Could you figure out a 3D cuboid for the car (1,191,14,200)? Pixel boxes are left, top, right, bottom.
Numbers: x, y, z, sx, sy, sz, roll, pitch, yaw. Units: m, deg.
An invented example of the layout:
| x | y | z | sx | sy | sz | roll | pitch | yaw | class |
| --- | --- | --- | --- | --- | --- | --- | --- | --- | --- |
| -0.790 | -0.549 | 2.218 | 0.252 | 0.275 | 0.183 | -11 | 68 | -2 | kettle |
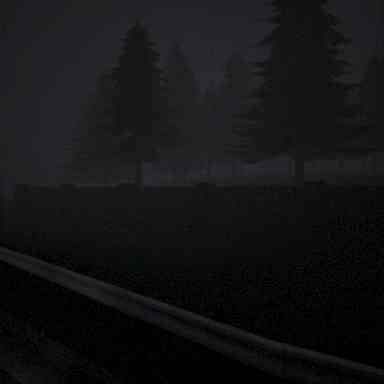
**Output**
| x | y | z | sx | sy | sz | roll | pitch | yaw | class |
| --- | --- | --- | --- | --- | --- | --- | --- | --- | --- |
| -46.370 | 1.228 | 83.048 | 1.812 | 1.442 | 4.674 | 0 | 0 | -17 | car |
